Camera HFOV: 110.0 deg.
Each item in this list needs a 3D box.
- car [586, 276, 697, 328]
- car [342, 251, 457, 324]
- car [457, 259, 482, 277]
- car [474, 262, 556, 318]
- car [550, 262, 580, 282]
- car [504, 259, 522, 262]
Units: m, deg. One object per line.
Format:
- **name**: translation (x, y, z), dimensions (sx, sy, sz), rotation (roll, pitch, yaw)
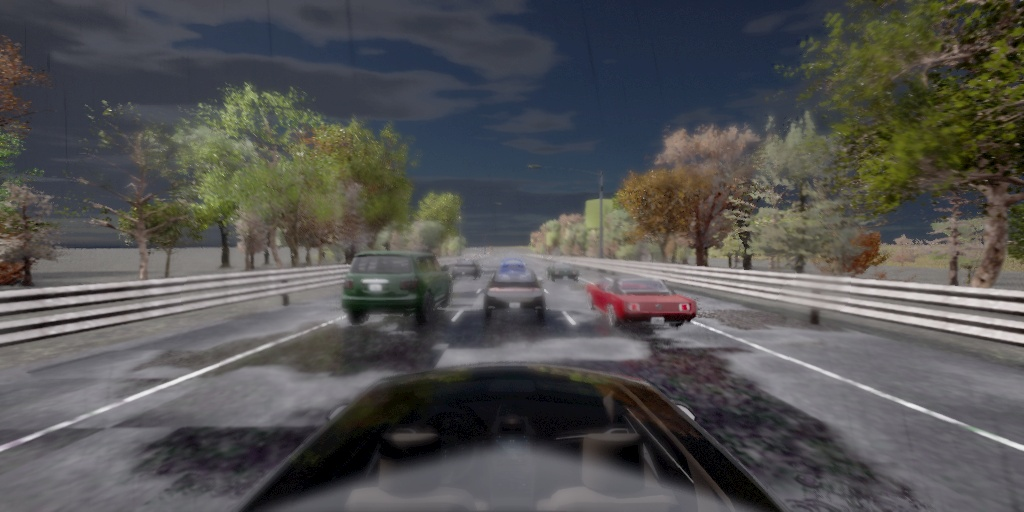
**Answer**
- **car**: translation (3.586, 1.262, 10.993), dimensions (1.895, 1.301, 4.718), rotation (0, 1, 0)
- **car**: translation (-3.409, 0.876, 11.694), dimensions (2.150, 2.045, 5.566), rotation (0, 0, 0)
- **car**: translation (-3.401, 1.000, 27.661), dimensions (2.128, 1.511, 4.902), rotation (0, 1, 0)
- **car**: translation (0.090, 1.140, 12.428), dimensions (2.128, 1.511, 4.902), rotation (0, 1, 0)
- **car**: translation (3.595, 1.122, 26.158), dimensions (1.895, 1.301, 4.718), rotation (0, 1, 0)
- **car**: translation (0.102, 0.971, 29.201), dimensions (1.882, 1.535, 5.008), rotation (0, 1, 0)
